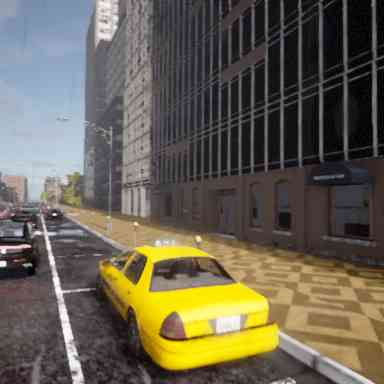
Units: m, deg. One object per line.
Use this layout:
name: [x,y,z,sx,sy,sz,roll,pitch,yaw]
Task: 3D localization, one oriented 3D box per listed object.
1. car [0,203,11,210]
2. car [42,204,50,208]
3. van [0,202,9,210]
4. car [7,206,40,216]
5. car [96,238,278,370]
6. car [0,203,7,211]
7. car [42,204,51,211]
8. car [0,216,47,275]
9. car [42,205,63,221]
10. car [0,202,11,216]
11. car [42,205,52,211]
car: [-42.645,3.336,76.150,1.947,1.339,4.313,2,-2,-25]
car: [-25.470,2.917,58.998,1.967,1.590,4.097,2,-2,-25]
van: [-40.251,2.988,70.993,1.690,1.788,3.998,2,-2,-25]
car: [-13.415,2.164,26.777,1.837,1.490,4.892,2,-2,-25]
car: [-0.627,1.656,6.406,1.801,1.575,5.366,2,-2,-25]
car: [-37.862,2.964,65.824,1.967,1.590,4.097,2,-2,-25]
car: [-32.714,3.376,74.643,1.752,1.417,4.829,2,-2,-25]
car: [-6.142,1.765,11.062,2.128,1.511,4.902,2,-2,-25]
car: [-15.912,2.543,38.338,1.947,1.339,4.313,2,-2,-25]
car: [-22.309,2.255,38.565,2.097,1.767,4.553,1,-2,-24]
car: [-30.253,3.306,69.322,1.802,1.307,4.206,2,-2,-25]
